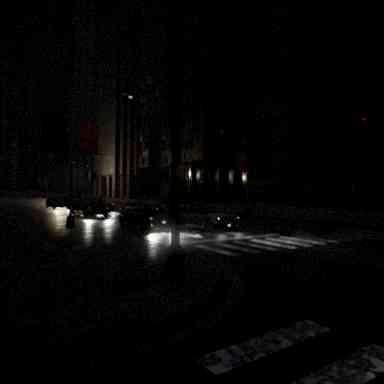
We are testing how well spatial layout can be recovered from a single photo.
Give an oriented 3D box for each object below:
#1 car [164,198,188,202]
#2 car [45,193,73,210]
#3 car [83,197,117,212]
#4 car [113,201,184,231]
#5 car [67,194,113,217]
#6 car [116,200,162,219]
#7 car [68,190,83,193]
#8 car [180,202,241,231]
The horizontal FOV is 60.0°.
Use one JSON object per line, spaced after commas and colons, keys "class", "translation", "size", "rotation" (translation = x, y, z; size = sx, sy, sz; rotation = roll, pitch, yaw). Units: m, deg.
{"class": "car", "translation": [-1.828, 1.366, 35.430], "size": [2.033, 1.411, 5.357], "rotation": [1, 0, -35]}
{"class": "car", "translation": [-14.592, 1.132, 36.288], "size": [2.033, 1.411, 5.357], "rotation": [1, 0, -35]}
{"class": "car", "translation": [-9.751, 1.276, 35.060], "size": [1.895, 1.301, 4.718], "rotation": [1, 0, -35]}
{"class": "car", "translation": [-2.628, 1.413, 19.279], "size": [1.994, 1.385, 4.181], "rotation": [1, 0, -36]}
{"class": "car", "translation": [-8.501, 1.196, 27.629], "size": [1.882, 1.535, 5.008], "rotation": [1, 0, -35]}
{"class": "car", "translation": [-4.514, 1.392, 27.605], "size": [1.895, 1.301, 4.718], "rotation": [1, 0, -35]}
{"class": "car", "translation": [-23.066, 0.568, 65.594], "size": [2.150, 2.045, 5.566], "rotation": [1, 0, -35]}
{"class": "car", "translation": [0.776, 1.510, 20.115], "size": [1.895, 1.301, 4.718], "rotation": [1, 0, -36]}
